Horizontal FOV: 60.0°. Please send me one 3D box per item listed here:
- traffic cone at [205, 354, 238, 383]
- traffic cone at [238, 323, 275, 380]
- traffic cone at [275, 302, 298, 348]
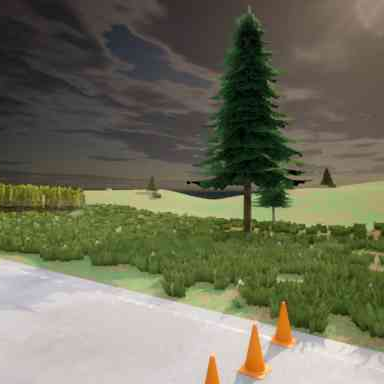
[{"bbox_3d":[0.209,1.955,3.385,0.340,0.580,0.340,0,0,36],"label":"traffic cone"},{"bbox_3d":[0.793,1.955,4.196,0.340,0.580,0.340,0,0,36],"label":"traffic cone"},{"bbox_3d":[1.378,1.955,5.007,0.340,0.580,0.340,0,0,36],"label":"traffic cone"}]
